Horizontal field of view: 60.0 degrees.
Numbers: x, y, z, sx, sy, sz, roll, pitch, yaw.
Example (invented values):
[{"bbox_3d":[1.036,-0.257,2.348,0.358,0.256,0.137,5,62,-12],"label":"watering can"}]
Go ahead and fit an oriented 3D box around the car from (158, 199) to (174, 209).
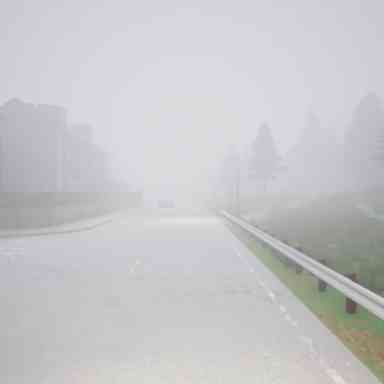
[{"bbox_3d":[-3.538,1.669,46.414,1.994,1.385,4.181,0,0,0],"label":"car"}]
